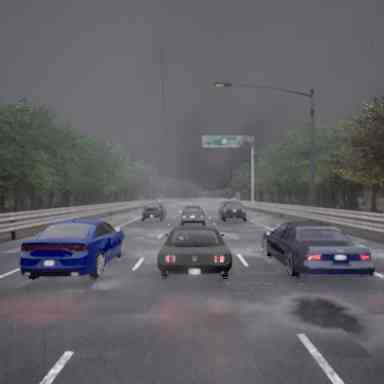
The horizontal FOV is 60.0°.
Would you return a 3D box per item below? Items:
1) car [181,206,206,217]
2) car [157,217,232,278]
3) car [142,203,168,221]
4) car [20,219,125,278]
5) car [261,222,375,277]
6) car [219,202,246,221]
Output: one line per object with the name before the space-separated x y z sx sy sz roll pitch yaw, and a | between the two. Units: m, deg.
car | 0.088 1.799 25.499 2.033 1.411 5.357 0 -1 0
car | 0.081 1.701 10.437 1.895 1.301 4.718 0 -1 0
car | -3.404 1.810 30.563 1.837 1.490 4.892 0 0 0
car | -3.420 1.578 10.462 1.882 1.535 5.008 0 0 0
car | 3.586 1.649 10.522 2.033 1.411 5.357 0 -1 0
car | 3.595 1.653 30.269 2.097 1.767 4.553 0 -1 0
